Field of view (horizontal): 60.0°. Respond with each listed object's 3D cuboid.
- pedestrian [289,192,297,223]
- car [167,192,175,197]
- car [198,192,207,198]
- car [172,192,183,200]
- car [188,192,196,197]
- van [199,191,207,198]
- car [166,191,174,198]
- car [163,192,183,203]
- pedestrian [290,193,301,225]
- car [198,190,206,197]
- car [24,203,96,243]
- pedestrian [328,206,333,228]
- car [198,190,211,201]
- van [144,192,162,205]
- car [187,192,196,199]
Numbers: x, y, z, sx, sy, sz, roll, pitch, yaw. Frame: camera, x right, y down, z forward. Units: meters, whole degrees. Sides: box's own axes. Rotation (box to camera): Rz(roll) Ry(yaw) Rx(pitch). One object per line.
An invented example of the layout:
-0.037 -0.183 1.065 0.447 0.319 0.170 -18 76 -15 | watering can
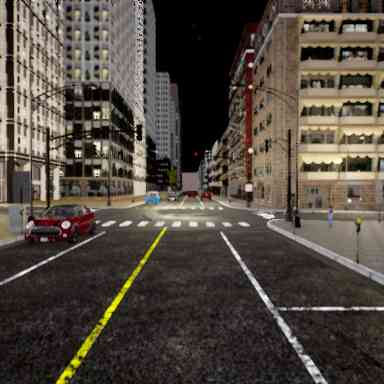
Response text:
6.126 0.937 20.135 0.375 1.860 0.375 0 1 0 | pedestrian
-5.710 0.634 91.511 1.752 1.417 4.829 0 1 0 | car
2.672 0.709 86.133 2.008 1.369 4.403 0 1 0 | car
-3.014 0.828 70.717 2.128 1.511 4.902 0 1 0 | car
-0.016 0.598 86.805 1.895 1.301 4.718 0 1 0 | car
2.672 0.551 80.581 1.690 1.788 3.998 0 1 0 | van
-5.709 0.599 86.129 1.967 1.590 4.097 0 1 0 | car
-3.078 0.943 55.223 2.128 1.511 4.902 0 0 0 | car
5.976 0.949 18.935 0.375 1.860 0.375 0 1 0 | pedestrian
2.670 0.423 91.681 2.192 1.841 5.009 0 1 0 | car
-5.694 1.288 14.802 1.967 1.590 4.097 0 1 0 | car
8.131 1.413 19.541 0.375 1.300 0.375 0 1 0 | pedestrian
2.676 0.683 63.929 2.192 1.841 5.009 0 1 0 | car
-5.701 0.868 47.274 1.690 1.788 3.998 0 1 0 | van
-0.012 0.720 76.354 1.882 1.535 5.008 0 1 0 | car
